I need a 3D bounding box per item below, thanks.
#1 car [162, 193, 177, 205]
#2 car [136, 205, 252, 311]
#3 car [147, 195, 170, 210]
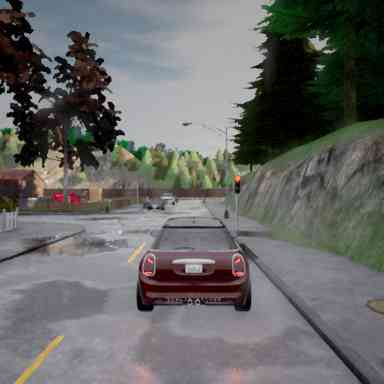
[{"bbox_3d":[-4.078,1.224,55.781,2.150,2.045,5.566,0,0,0],"label":"car"},{"bbox_3d":[0.055,1.352,7.910,2.097,1.767,4.553,0,0,1],"label":"car"},{"bbox_3d":[-4.109,1.491,39.309,2.128,1.511,4.902,0,0,1],"label":"car"}]
